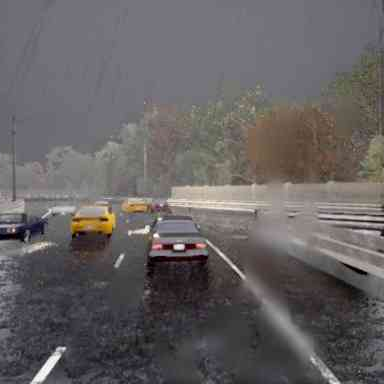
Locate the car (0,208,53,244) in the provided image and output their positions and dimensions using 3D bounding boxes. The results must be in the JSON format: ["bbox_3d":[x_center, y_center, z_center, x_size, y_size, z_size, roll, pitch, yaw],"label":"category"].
[{"bbox_3d":[-8.302,1.611,15.735,1.895,1.301,4.718,0,0,-9],"label":"car"}]

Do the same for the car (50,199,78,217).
[{"bbox_3d":[-12.116,1.606,31.603,1.895,1.301,4.718,0,0,-18],"label":"car"}]

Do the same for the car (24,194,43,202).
[{"bbox_3d":[-33.437,1.247,69.408,2.097,1.767,4.553,0,0,-43],"label":"car"}]

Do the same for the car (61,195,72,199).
[{"bbox_3d":[-28.205,1.390,74.058,1.812,1.442,4.674,0,0,-43],"label":"car"}]

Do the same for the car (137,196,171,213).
[{"bbox_3d":[-3.821,1.328,34.356,2.097,1.767,4.553,2,-1,-24],"label":"car"}]

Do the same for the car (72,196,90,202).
[{"bbox_3d":[-21.711,1.498,65.928,1.837,1.490,4.892,0,-1,-36],"label":"car"}]

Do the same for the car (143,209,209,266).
[{"bbox_3d":[-0.624,1.536,11.540,2.033,1.411,5.357,0,0,-6],"label":"car"}]

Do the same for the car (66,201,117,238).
[{"bbox_3d":[-5.138,1.474,17.778,1.882,1.535,5.008,0,0,-10],"label":"car"}]

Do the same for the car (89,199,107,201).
[{"bbox_3d":[-9.273,1.518,34.041,1.812,1.442,4.674,0,0,-18],"label":"car"}]

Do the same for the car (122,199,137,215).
[{"bbox_3d":[-6.017,1.457,34.431,1.882,1.535,5.008,-1,0,-20],"label":"car"}]

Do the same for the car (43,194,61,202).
[{"bbox_3d":[-30.811,1.234,71.722,2.097,1.767,4.553,0,0,-43],"label":"car"}]
